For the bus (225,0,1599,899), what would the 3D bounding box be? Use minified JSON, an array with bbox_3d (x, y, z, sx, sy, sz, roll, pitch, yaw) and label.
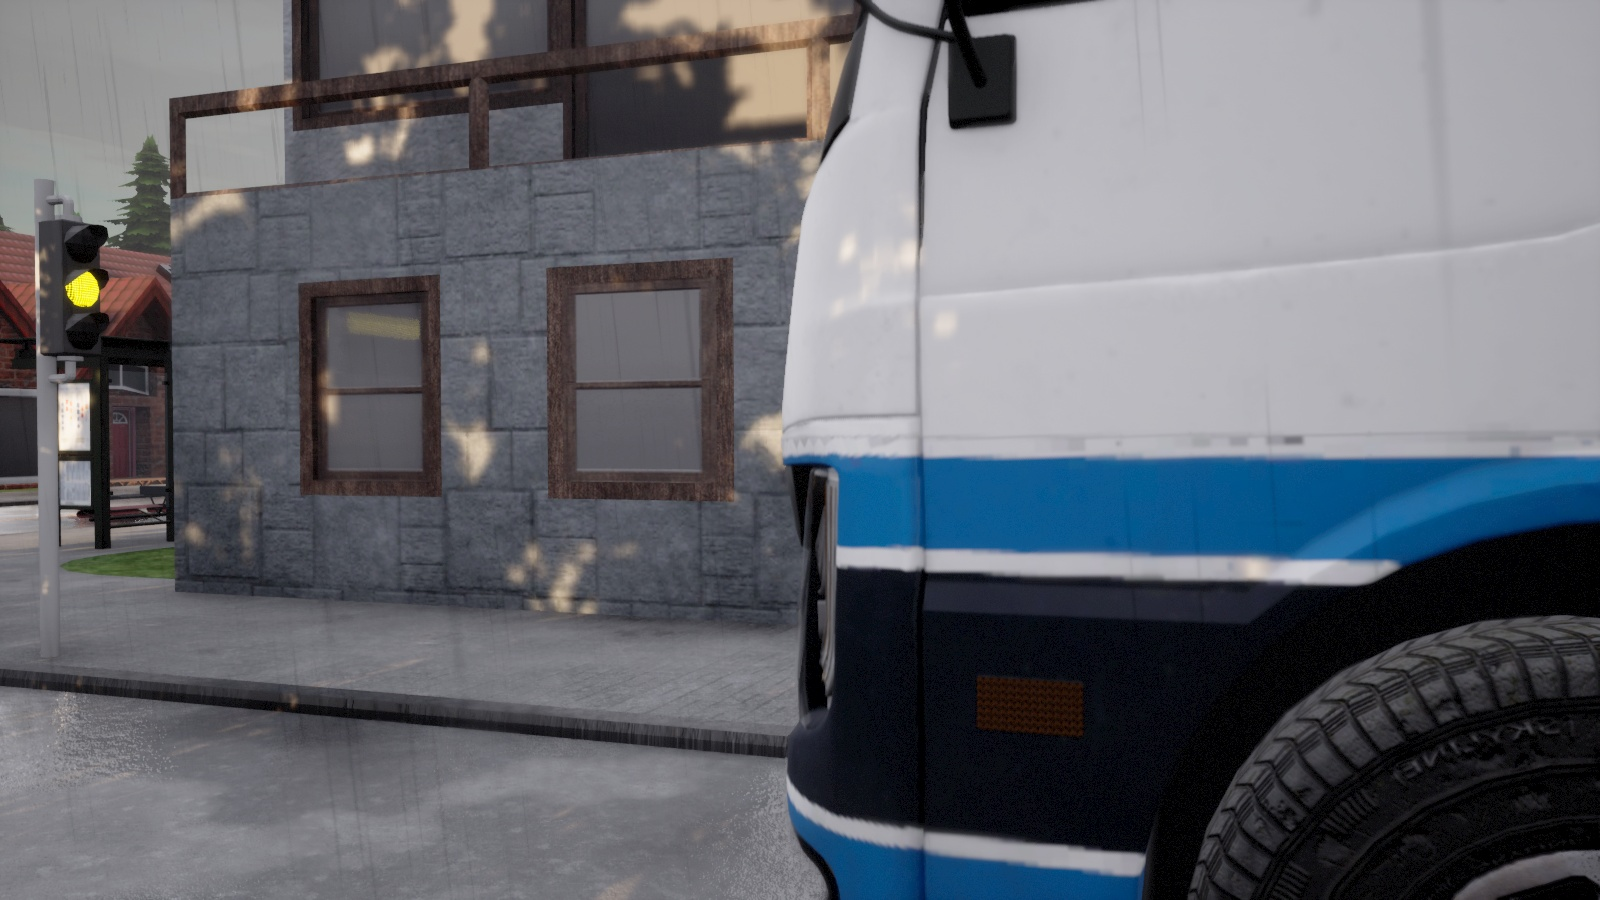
[{"bbox_3d":[4.546,-0.567,2.134,10.273,4.253,3.944,0,1,21],"label":"bus"}]
